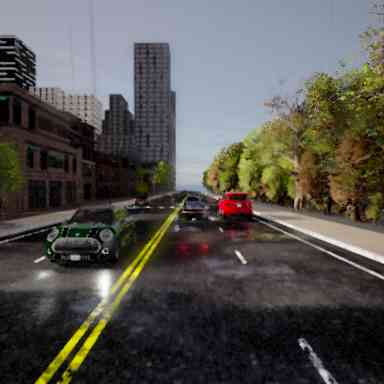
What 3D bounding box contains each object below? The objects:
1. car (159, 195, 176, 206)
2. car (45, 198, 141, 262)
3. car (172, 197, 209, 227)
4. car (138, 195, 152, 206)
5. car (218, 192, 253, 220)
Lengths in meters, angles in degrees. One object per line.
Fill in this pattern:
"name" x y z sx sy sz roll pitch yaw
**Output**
"car" -3.324 1.161 45.532 1.837 1.490 4.892 0 0 0
"car" -3.316 1.264 11.723 2.097 1.767 4.553 0 0 0
"car" 0.095 1.331 21.328 2.128 1.511 4.902 0 0 0
"car" -6.574 1.180 45.535 1.812 1.442 4.674 0 0 0
"car" 3.345 1.025 26.232 2.150 2.045 5.566 0 1 0
